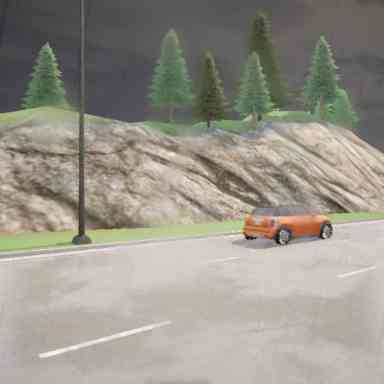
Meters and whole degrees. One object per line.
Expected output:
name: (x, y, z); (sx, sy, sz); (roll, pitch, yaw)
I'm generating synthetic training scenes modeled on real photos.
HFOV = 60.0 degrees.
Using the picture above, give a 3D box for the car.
car: (4.558, 1.351, 15.615); (4.553, 1.767, 2.097); (0, 0, -36)
